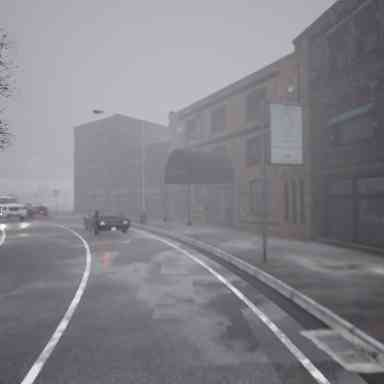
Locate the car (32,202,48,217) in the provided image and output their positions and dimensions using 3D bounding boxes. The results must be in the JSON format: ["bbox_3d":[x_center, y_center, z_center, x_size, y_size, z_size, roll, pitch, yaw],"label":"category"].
[{"bbox_3d":[-15.924,1.767,32.959,4.674,1.442,1.812,-1,-1,42],"label":"car"}]

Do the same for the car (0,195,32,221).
[{"bbox_3d":[-16.446,1.392,29.035,5.566,2.045,2.150,-1,-1,43],"label":"car"}]

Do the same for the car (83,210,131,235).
[{"bbox_3d":[-5.245,1.716,19.941,1.895,1.301,4.718,0,0,-27],"label":"car"}]
